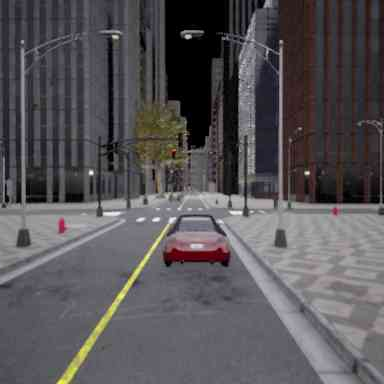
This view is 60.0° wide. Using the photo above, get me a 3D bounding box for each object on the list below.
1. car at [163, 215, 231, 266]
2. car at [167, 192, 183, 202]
[{"bbox_3d":[0.140,1.434,11.116,1.994,1.385,4.181,0,1,0],"label":"car"},{"bbox_3d":[-2.878,0.930,54.702,1.812,1.442,4.674,0,0,1],"label":"car"}]
